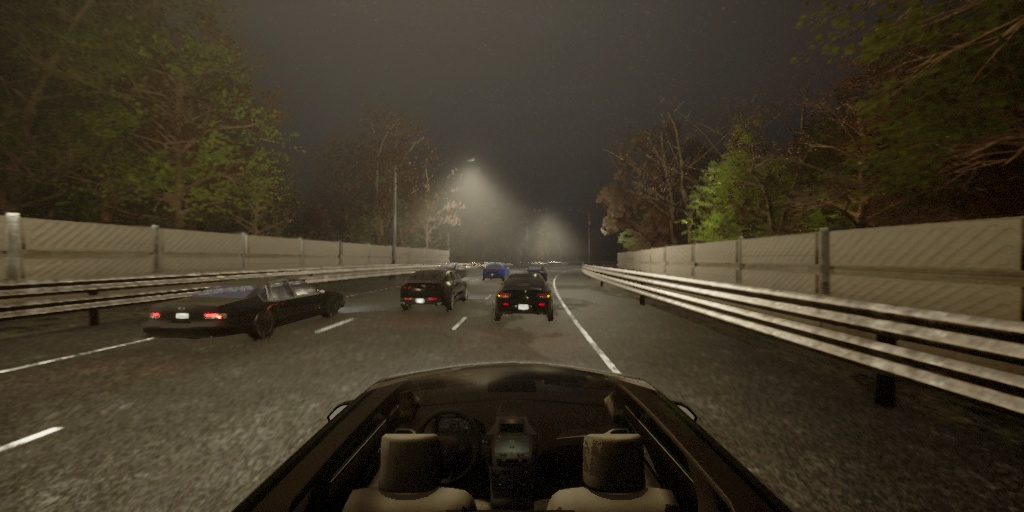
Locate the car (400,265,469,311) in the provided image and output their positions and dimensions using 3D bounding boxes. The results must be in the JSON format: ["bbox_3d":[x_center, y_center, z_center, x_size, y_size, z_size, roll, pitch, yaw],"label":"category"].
[{"bbox_3d":[-2.973,1.273,14.462,1.837,1.490,4.892,0,0,3],"label":"car"}]

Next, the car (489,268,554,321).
[{"bbox_3d":[0.432,1.295,12.488,1.812,1.442,4.674,0,0,3],"label":"car"}]

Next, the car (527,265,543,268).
[{"bbox_3d":[2.139,1.520,31.943,1.994,1.385,4.181,0,-1,7],"label":"car"}]

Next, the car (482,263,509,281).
[{"bbox_3d":[-1.358,1.418,32.205,1.882,1.535,5.008,0,-1,7],"label":"car"}]

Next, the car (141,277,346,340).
[{"bbox_3d":[-6.709,1.289,9.899,2.033,1.411,5.357,0,0,2],"label":"car"}]
